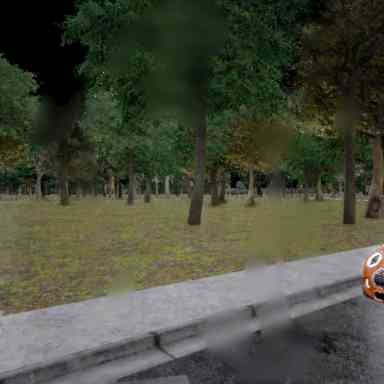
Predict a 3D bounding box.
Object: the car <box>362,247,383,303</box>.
[{"bbox_3d":[5.621,1.352,7.076,4.553,1.767,2.097,0,0,-35],"label":"car"}]
